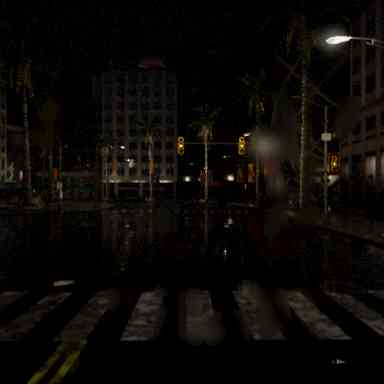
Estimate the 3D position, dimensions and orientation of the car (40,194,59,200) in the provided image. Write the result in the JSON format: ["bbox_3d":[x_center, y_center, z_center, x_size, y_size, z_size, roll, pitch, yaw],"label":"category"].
[{"bbox_3d":[-32.265,1.333,76.058,4.553,1.767,2.097,0,0,16],"label":"car"}]

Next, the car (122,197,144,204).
[{"bbox_3d":[-10.974,1.588,61.660,1.895,1.301,4.718,0,0,-43],"label":"car"}]

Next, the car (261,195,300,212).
[{"bbox_3d":[9.803,1.165,36.440,2.097,1.767,4.553,-1,0,-38],"label":"car"}]
